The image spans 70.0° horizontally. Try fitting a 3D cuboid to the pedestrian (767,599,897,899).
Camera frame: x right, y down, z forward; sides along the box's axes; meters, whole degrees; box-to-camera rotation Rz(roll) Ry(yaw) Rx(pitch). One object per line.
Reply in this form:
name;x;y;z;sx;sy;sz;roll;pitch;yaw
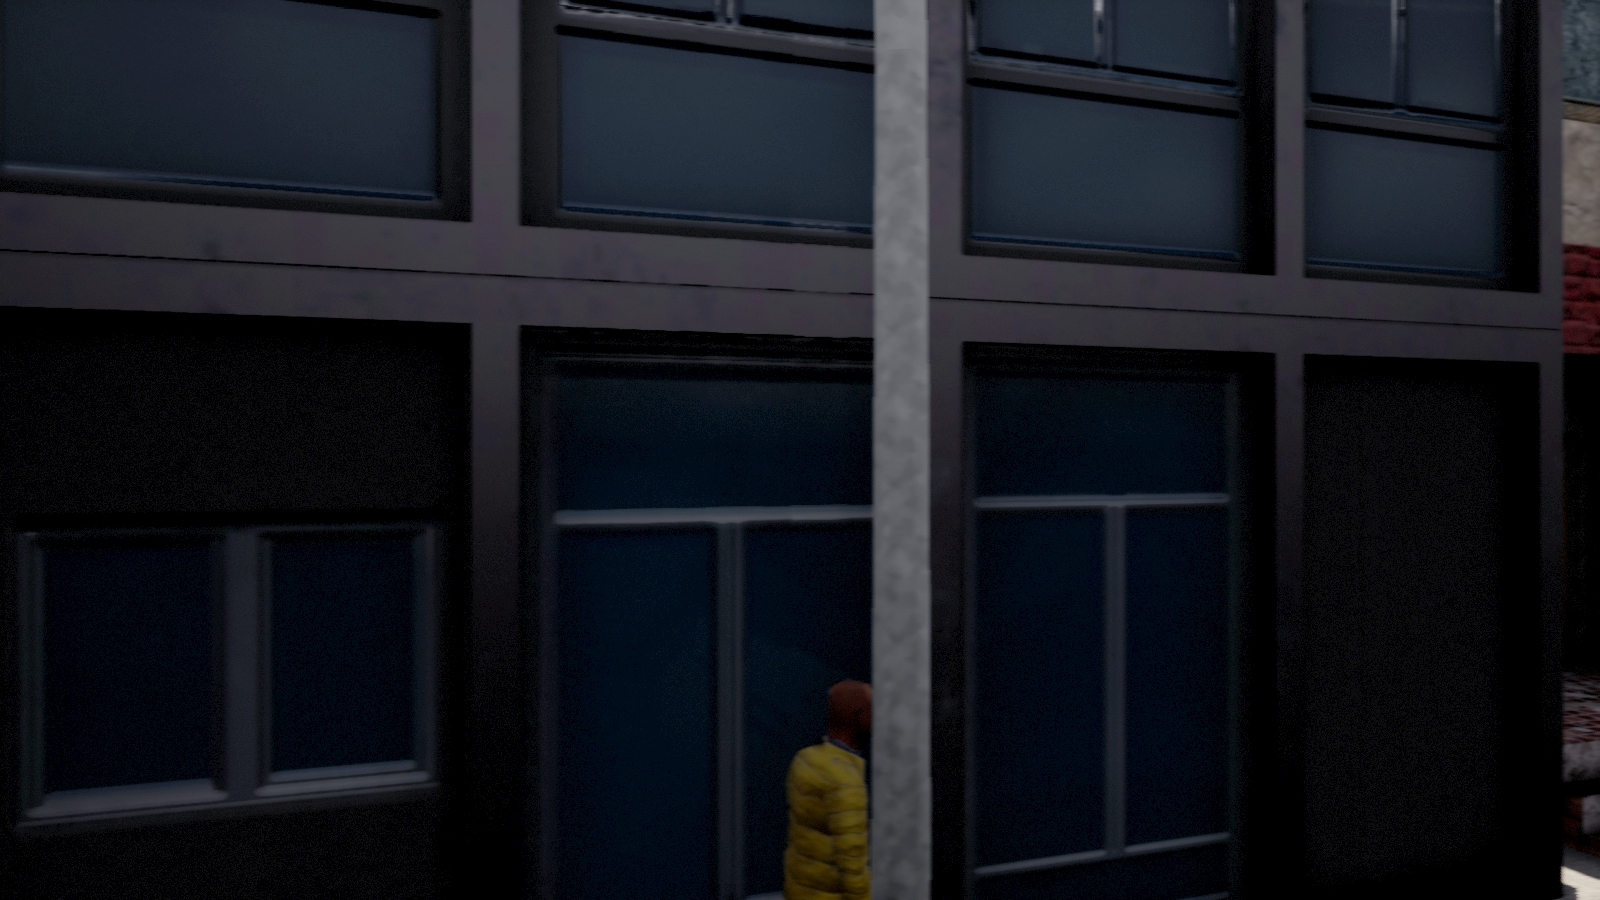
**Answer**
pedestrian;0.114;1.523;4.309;0.375;1.860;0.375;0;0;-20
